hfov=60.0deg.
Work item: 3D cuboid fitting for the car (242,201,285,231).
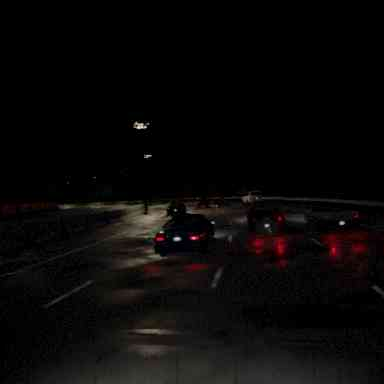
[{"bbox_3d":[4.156,1.442,19.513,1.895,1.301,4.718,-4,0,7],"label":"car"}]

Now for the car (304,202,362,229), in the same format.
[{"bbox_3d":[7.528,1.216,18.313,1.895,1.301,4.718,-4,0,7],"label":"car"}]

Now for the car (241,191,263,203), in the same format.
[{"bbox_3d":[8.750,0.929,48.604,2.150,2.045,5.566,-3,0,-4],"label":"car"}]

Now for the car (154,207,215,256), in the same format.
[{"bbox_3d":[-0.148,1.635,13.750,2.033,1.411,5.357,-4,0,8],"label":"car"}]

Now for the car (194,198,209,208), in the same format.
[{"bbox_3d":[1.473,1.702,51.489,1.837,1.490,4.892,-3,0,-4],"label":"car"}]

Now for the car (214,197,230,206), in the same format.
[{"bbox_3d":[4.751,1.561,53.821,1.994,1.385,4.181,-4,0,-5],"label":"car"}]

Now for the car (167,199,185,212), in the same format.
[{"bbox_3d":[-1.726,1.886,37.007,1.994,1.385,4.181,-4,0,1],"label":"car"}]
